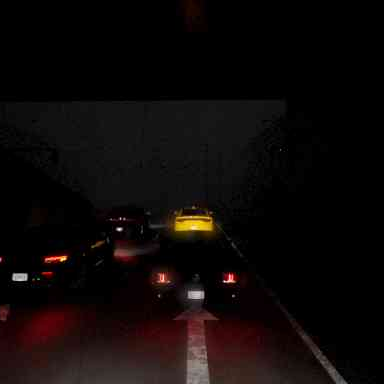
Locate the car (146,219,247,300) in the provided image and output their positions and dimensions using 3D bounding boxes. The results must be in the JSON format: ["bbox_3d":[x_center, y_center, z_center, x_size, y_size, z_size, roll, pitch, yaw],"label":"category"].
[{"bbox_3d":[0.085,1.601,8.322,1.895,1.301,4.718,0,0,0],"label":"car"}]

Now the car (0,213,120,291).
[{"bbox_3d":[-3.418,1.526,8.913,1.812,1.442,4.674,0,0,0],"label":"car"}]

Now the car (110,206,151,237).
[{"bbox_3d":[-3.414,1.505,18.072,1.837,1.490,4.892,0,0,0],"label":"car"}]

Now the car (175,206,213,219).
[{"bbox_3d":[0.087,1.478,17.665,1.882,1.535,5.008,0,0,0],"label":"car"}]
